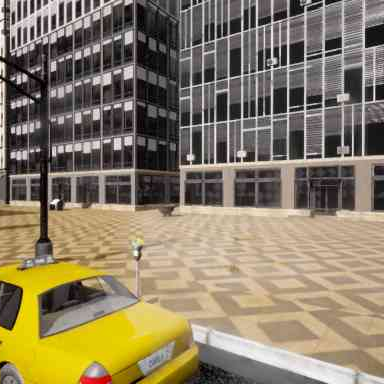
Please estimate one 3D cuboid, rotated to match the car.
[{"bbox_3d":[-2.201,1.525,4.462,4.829,1.417,1.752,0,0,36],"label":"car"}]
